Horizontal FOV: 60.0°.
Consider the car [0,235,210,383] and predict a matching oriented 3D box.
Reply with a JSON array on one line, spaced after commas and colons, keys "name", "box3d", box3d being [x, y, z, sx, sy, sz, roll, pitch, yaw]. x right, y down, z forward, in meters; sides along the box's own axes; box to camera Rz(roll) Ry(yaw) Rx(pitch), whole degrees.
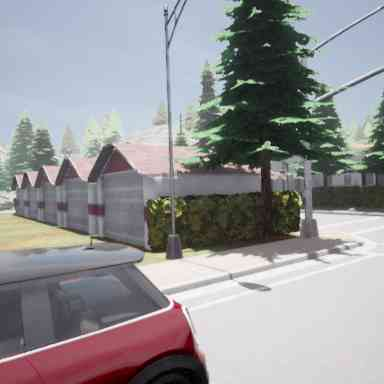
[{"name": "car", "box3d": [-2.126, 1.357, 2.479, 4.553, 1.767, 2.097, -2, 1, -36]}]
